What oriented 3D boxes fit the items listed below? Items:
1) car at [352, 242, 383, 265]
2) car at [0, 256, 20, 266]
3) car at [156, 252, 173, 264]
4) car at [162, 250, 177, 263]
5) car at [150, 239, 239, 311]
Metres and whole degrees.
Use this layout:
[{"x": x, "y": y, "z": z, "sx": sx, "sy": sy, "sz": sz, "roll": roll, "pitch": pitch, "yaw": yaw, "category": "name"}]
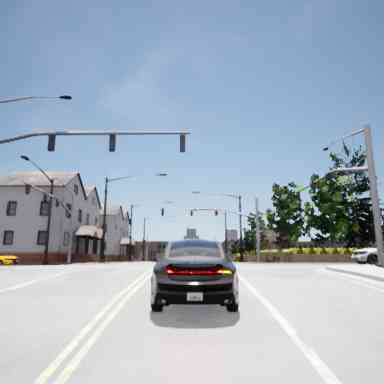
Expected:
[{"x": 16.852, "y": 5.302, "z": 28.805, "sx": 5.566, "sy": 2.045, "sz": 2.150, "roll": 0, "pitch": -12, "yaw": 1, "category": "car"}, {"x": -15.821, "y": 5.417, "z": 25.407, "sx": 5.008, "sy": 1.535, "sz": 1.882, "roll": -8, "pitch": -12, "yaw": -1, "category": "car"}, {"x": -3.635, "y": 8.867, "z": 44.542, "sx": 1.812, "sy": 1.442, "sz": 4.674, "roll": 0, "pitch": -12, "yaw": 0, "category": "car"}, {"x": -3.640, "y": 10.819, "z": 55.504, "sx": 2.150, "sy": 2.045, "sz": 5.566, "roll": 0, "pitch": -12, "yaw": 0, "category": "car"}, {"x": 0.062, "y": 1.981, "z": 8.594, "sx": 1.837, "sy": 1.490, "sz": 4.892, "roll": 0, "pitch": -7, "yaw": 0, "category": "car"}]
